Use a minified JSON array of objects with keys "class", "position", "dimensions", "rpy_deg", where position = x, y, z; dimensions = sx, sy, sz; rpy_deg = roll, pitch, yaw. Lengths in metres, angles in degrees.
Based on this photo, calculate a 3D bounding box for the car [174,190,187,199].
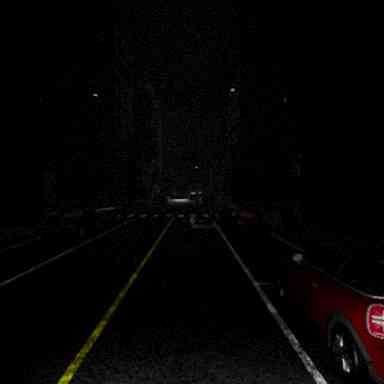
[{"class":"car","position":[-2.714,0.974,77.491],"dimensions":[2.128,1.511,4.902],"rpy_deg":[0,0,0]}]

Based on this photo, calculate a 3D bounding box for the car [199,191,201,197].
[{"class":"car","position":[2.905,0.955,68.120],"dimensions":[1.967,1.590,4.097],"rpy_deg":[0,0,0]}]

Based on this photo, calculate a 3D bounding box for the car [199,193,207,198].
[{"class":"car","position":[3.021,0.903,90.797],"dimensions":[2.008,1.369,4.403],"rpy_deg":[0,0,0]}]

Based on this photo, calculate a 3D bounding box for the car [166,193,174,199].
[{"class":"car","position":[-5.535,0.920,84.994],"dimensions":[1.752,1.417,4.829],"rpy_deg":[0,0,0]}]

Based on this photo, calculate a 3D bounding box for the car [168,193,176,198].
[{"class":"car","position":[-5.505,0.918,90.833],"dimensions":[1.947,1.339,4.313],"rpy_deg":[0,0,0]}]

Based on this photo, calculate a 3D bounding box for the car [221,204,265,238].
[{"class":"car","position":[2.679,1.461,16.541],"dimensions":[1.802,1.307,4.206],"rpy_deg":[0,0,0]}]

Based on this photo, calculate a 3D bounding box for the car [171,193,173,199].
[{"class":"car","position":[-5.620,1.081,68.161],"dimensions":[1.947,1.339,4.313],"rpy_deg":[0,0,0]}]

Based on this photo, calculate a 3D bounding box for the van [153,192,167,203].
[{"class":"van","position":[-5.678,0.936,56.823],"dimensions":[1.690,1.788,3.998],"rpy_deg":[0,0,0]}]

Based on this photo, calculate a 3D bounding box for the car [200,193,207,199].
[{"class":"car","position":[2.993,0.917,85.298],"dimensions":[1.752,1.417,4.829],"rpy_deg":[0,0,0]}]

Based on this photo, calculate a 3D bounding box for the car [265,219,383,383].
[{"class":"car","position":[2.671,1.400,5.351],"dimensions":[1.967,1.590,4.097],"rpy_deg":[0,0,0]}]

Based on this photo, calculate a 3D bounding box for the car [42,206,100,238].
[{"class":"car","position":[-5.847,1.430,16.540],"dimensions":[2.008,1.369,4.403],"rpy_deg":[0,0,0]}]

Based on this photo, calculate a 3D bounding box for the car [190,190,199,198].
[{"class":"car","position":[0.333,0.898,86.771],"dimensions":[2.128,1.511,4.902],"rpy_deg":[0,0,0]}]

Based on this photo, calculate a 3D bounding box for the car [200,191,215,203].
[{"class":"car","position":[2.848,1.035,56.782],"dimensions":[1.967,1.590,4.097],"rpy_deg":[0,0,0]}]

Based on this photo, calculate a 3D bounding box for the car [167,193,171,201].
[{"class":"car","position":[-5.649,0.995,62.492],"dimensions":[1.967,1.590,4.097],"rpy_deg":[0,0,0]}]

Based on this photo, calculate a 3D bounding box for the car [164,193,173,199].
[{"class":"car","position":[-5.563,1.000,79.497],"dimensions":[1.947,1.339,4.313],"rpy_deg":[0,0,0]}]

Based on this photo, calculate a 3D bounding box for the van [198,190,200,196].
[{"class":"van","position":[2.963,0.776,79.458],"dimensions":[1.690,1.788,3.998],"rpy_deg":[0,0,0]}]

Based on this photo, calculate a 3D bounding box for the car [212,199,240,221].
[{"class":"car","position":[2.682,1.390,22.134],"dimensions":[2.008,1.369,4.403],"rpy_deg":[0,0,0]}]
